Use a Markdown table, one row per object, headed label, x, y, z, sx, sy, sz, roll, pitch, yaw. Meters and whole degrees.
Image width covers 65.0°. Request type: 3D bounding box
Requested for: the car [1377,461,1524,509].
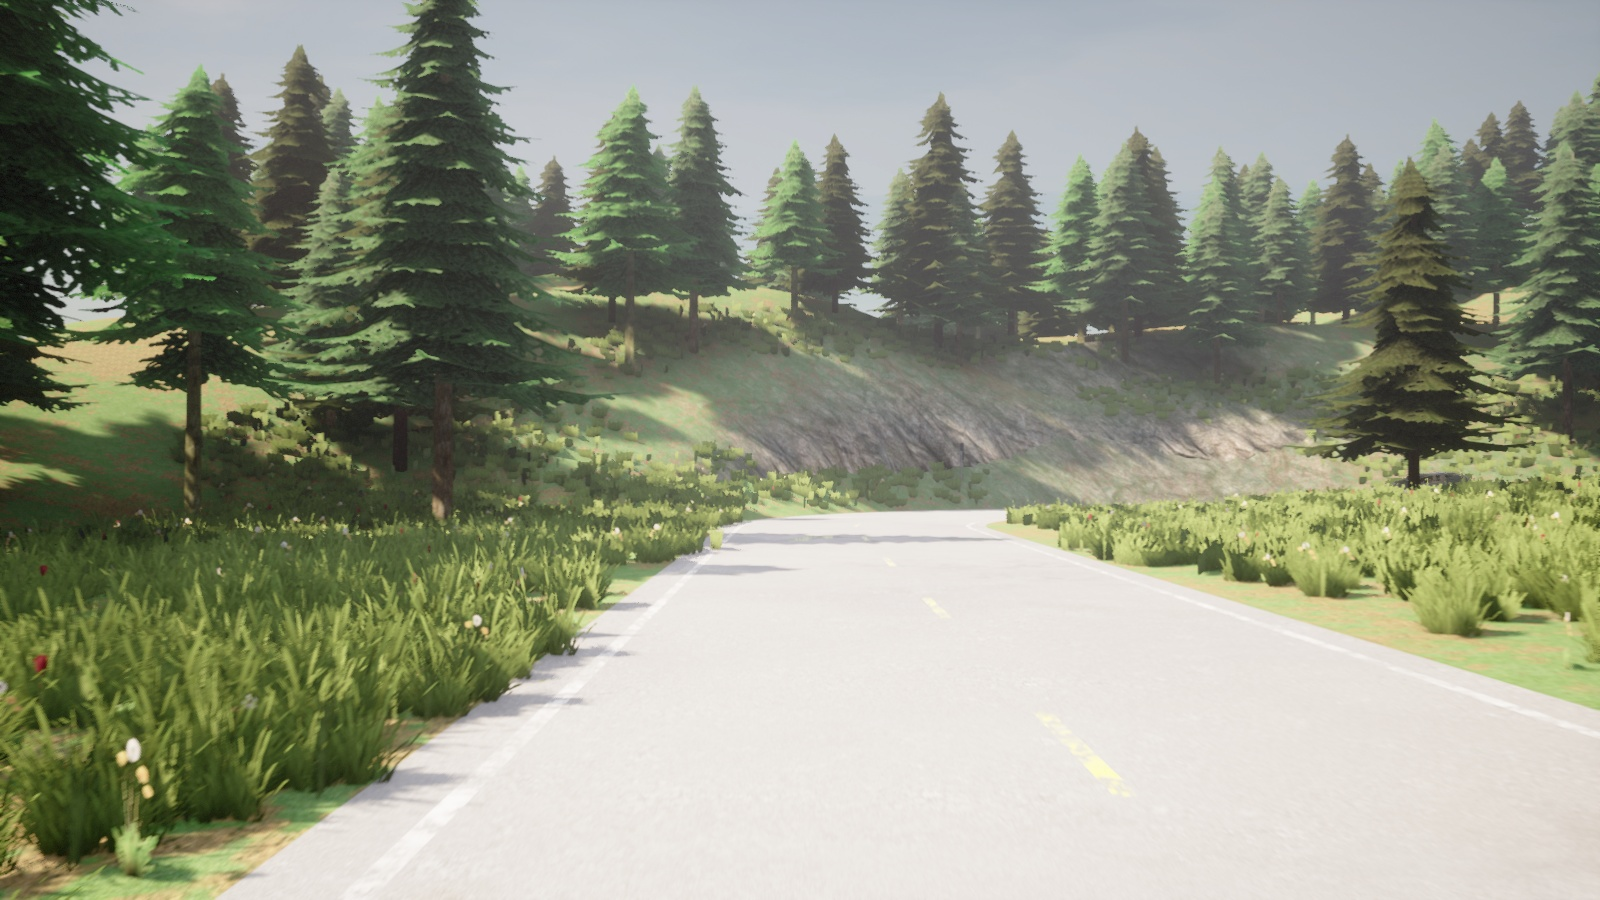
| label | x | y | z | sx | sy | sz | roll | pitch | yaw |
| --- | --- | --- | --- | --- | --- | --- | --- | --- | --- |
| car | 26.579 | 1.437 | 51.452 | 4.892 | 1.490 | 1.837 | -5 | -2 | 7 |
